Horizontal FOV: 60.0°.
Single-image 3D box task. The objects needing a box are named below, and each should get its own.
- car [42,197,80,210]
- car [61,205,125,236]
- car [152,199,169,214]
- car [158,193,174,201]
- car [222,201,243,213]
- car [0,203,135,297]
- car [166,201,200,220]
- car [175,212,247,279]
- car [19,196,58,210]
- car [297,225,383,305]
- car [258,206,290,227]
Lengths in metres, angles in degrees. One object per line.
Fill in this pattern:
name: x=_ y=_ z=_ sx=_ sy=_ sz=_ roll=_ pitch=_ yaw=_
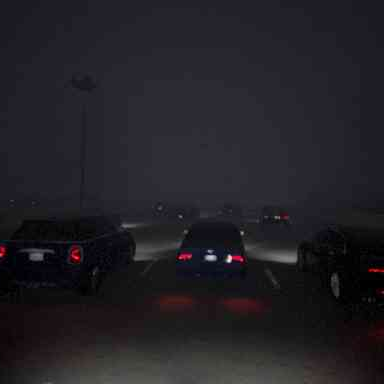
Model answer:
car: x=-15.975 y=1.382 z=40.916 sx=1.837 sy=1.490 sz=4.892 roll=1 pitch=-1 yaw=13
car: x=-5.468 y=1.533 z=18.957 sx=1.994 sy=1.385 sz=4.181 roll=1 pitch=0 yaw=7
car: x=-2.762 y=1.607 z=35.051 sx=1.994 sy=1.385 sz=4.181 roll=1 pitch=0 yaw=12
car: x=-6.302 y=1.267 z=80.912 sx=2.097 sy=1.767 sz=4.553 roll=1 pitch=0 yaw=23
car: x=4.170 y=1.660 z=34.017 sx=1.812 sy=1.442 sz=4.674 roll=1 pitch=0 yaw=12
car: x=-2.968 y=1.331 z=8.809 sx=2.097 sy=1.767 sz=4.553 roll=1 pitch=0 yaw=4
car: x=-0.501 y=1.659 z=28.422 sx=1.895 sy=1.301 sz=4.718 roll=1 pitch=0 yaw=10
car: x=0.638 y=1.580 z=10.200 sx=2.033 sy=1.411 sz=5.357 roll=1 pitch=0 yaw=5
car: x=-19.313 y=1.338 z=42.009 sx=1.837 sy=1.490 sz=4.892 roll=1 pitch=0 yaw=13
car: x=4.000 y=1.580 z=8.238 sx=1.837 sy=1.490 sz=4.892 roll=1 pitch=0 yaw=4
car: x=5.815 y=1.681 z=23.856 sx=2.033 sy=1.411 sz=5.357 roll=1 pitch=0 yaw=9
